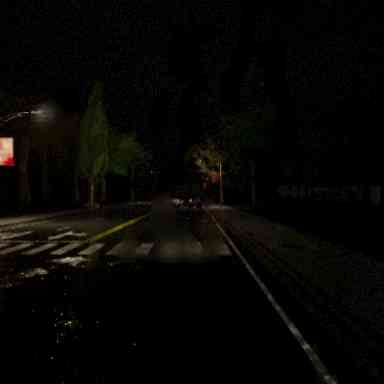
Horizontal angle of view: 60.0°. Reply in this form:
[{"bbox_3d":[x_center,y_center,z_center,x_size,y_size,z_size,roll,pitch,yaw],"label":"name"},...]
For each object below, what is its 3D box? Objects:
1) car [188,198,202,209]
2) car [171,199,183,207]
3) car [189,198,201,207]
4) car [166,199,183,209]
[{"bbox_3d":[0.420,1.787,49.938,1.837,1.490,4.892,0,-1,0],"label":"car"},{"bbox_3d":[-2.733,1.957,61.270,2.033,1.411,5.357,0,-1,0],"label":"car"},{"bbox_3d":[0.510,1.897,60.369,2.128,1.511,4.902,0,-1,0],"label":"car"},{"bbox_3d":[-2.819,1.892,51.166,1.895,1.301,4.718,0,-1,0],"label":"car"}]
